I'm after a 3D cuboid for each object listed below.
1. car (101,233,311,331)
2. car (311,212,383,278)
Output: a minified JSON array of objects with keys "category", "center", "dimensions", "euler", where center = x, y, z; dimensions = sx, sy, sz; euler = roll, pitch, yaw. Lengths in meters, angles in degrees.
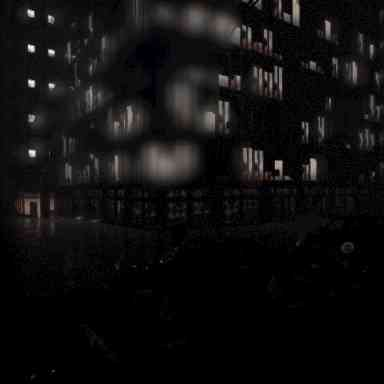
[{"category":"car","center":[0.294,1.581,6.778],"dimensions":[4.206,1.307,1.802],"euler":[0,-1,-35]},{"category":"car","center":[4.921,1.438,10.080],"dimensions":[4.097,1.590,1.967],"euler":[0,-1,-35]}]
